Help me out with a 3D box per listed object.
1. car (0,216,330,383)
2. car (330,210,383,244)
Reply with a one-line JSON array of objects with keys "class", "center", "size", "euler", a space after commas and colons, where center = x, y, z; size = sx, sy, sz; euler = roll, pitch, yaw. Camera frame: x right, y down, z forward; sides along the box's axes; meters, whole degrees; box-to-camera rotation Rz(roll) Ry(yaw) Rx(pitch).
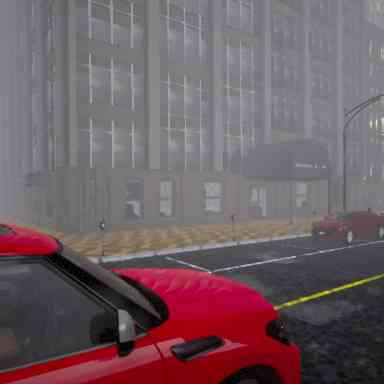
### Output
[{"class": "car", "center": [-1.681, 1.216, 2.235], "size": [5.566, 2.045, 2.150], "euler": [0, 0, -36]}, {"class": "car", "center": [7.474, 1.541, 15.764], "size": [4.507, 1.381, 1.887], "euler": [0, -1, -35]}]
